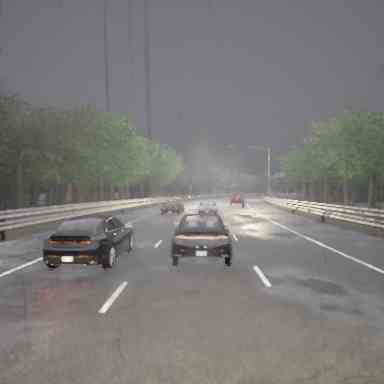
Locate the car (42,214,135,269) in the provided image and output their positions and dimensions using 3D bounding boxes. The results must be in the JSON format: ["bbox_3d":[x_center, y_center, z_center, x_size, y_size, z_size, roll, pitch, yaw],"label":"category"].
[{"bbox_3d":[-3.184,1.499,11.091,1.837,1.490,4.892,0,0,2],"label":"car"}]

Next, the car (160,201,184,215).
[{"bbox_3d":[-1.880,1.588,33.674,1.895,1.301,4.718,0,0,5],"label":"car"}]

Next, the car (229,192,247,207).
[{"bbox_3d":[6.864,1.069,50.708,2.150,2.045,5.566,0,0,7],"label":"car"}]

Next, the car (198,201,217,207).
[{"bbox_3d":[1.643,1.592,33.789,1.895,1.301,4.718,0,0,5],"label":"car"}]

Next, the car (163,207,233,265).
[{"bbox_3d":[0.337,1.490,11.642,2.128,1.511,4.902,0,0,2],"label":"car"}]
